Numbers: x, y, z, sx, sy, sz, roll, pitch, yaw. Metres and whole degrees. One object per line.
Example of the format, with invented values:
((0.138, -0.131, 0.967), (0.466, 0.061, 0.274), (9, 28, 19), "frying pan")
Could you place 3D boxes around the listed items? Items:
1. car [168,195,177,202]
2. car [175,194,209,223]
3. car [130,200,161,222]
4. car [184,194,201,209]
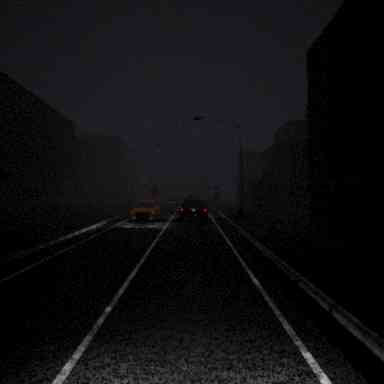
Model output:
((-3.553, 1.329, 65.875), (1.994, 1.385, 4.181), (0, 0, 0), "car")
((0.084, 1.242, 24.598), (2.097, 1.767, 4.553), (0, 0, 0), "car")
((-3.410, 1.365, 25.162), (1.882, 1.535, 5.008), (0, 0, 0), "car")
((0.065, 1.168, 41.697), (2.097, 1.767, 4.553), (0, 0, 0), "car")
